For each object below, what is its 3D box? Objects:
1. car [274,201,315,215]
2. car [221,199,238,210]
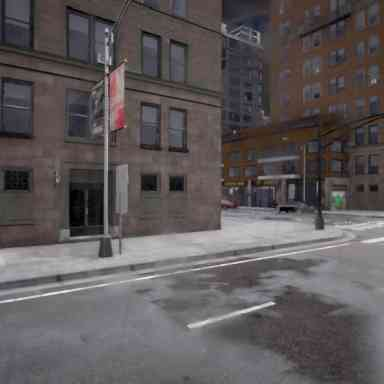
[{"bbox_3d":[10.520,1.580,34.251,1.947,1.339,4.313,0,0,-35],"label":"car"},{"bbox_3d":[4.164,1.594,43.257,1.802,1.307,4.206,0,0,-35],"label":"car"}]
